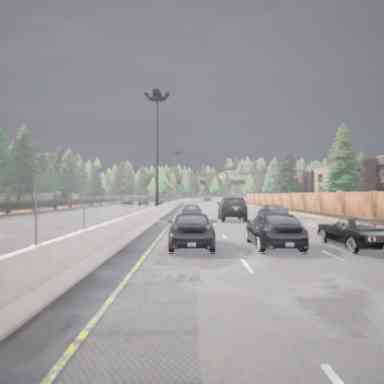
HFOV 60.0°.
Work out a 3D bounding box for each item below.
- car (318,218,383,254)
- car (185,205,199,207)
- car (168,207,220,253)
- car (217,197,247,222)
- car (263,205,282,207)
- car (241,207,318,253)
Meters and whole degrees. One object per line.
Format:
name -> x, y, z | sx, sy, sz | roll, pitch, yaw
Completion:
car -> 6.998, 1.733, 14.107 | 1.895, 1.301, 4.718 | 0, 0, 0
car -> -0.007, 1.817, 28.987 | 2.033, 1.411, 5.357 | 0, 0, 0
car -> 0.001, 1.641, 14.311 | 1.837, 1.490, 4.892 | 0, 0, 0
car -> 3.493, 1.487, 29.020 | 2.150, 2.045, 5.566 | 0, 0, 0
car -> 6.993, 1.817, 28.989 | 2.033, 1.411, 5.357 | 0, 0, 0
car -> 3.500, 1.641, 14.302 | 1.837, 1.490, 4.892 | 0, 0, 0
